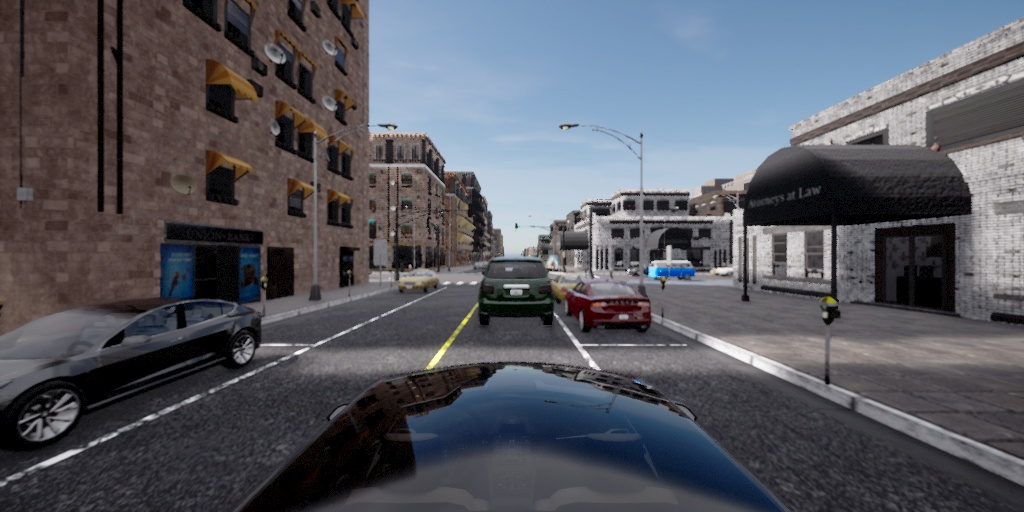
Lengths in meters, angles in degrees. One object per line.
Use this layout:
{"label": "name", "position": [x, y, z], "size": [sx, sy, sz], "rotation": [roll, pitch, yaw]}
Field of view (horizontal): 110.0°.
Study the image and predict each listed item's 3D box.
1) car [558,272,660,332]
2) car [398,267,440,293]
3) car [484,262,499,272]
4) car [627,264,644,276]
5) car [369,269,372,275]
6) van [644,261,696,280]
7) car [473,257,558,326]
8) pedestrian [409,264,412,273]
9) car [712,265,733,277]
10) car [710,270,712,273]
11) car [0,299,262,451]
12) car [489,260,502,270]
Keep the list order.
{"label": "car", "position": [2.706, 1.352, 10.885], "size": [1.888, 1.381, 4.507], "rotation": [0, 0, 0]}
{"label": "car", "position": [-5.653, 1.405, 22.129], "size": [1.751, 1.417, 4.829], "rotation": [0, 0, 0]}
{"label": "car", "position": [-2.998, 1.656, 53.345], "size": [1.994, 1.385, 4.181], "rotation": [0, 0, 0]}
{"label": "car", "position": [14.995, 1.507, 38.831], "size": [4.902, 1.511, 2.128], "rotation": [0, 0, -1]}
{"label": "car", "position": [-16.418, 1.552, 35.443], "size": [4.718, 1.301, 1.895], "rotation": [0, 0, 0]}
{"label": "van", "position": [14.714, 1.359, 33.026], "size": [3.998, 1.789, 1.690], "rotation": [0, 0, 0]}
{"label": "car", "position": [0.118, 1.038, 12.074], "size": [2.150, 2.045, 5.566], "rotation": [0, 0, 0]}
{"label": "pedestrian", "position": [-12.551, 1.474, 44.200], "size": [0.500, 1.100, 0.500], "rotation": [0, 0, 0]}
{"label": "car", "position": [24.837, 1.643, 38.874], "size": [4.718, 1.301, 1.895], "rotation": [0, 0, 0]}
{"label": "car", "position": [25.559, 1.568, 41.466], "size": [4.829, 1.417, 1.751], "rotation": [0, 0, 0]}
{"label": "car", "position": [-5.685, 1.337, 5.210], "size": [1.948, 1.339, 4.313], "rotation": [0, 0, 0]}
{"label": "car", "position": [-2.947, 1.522, 63.517], "size": [2.097, 1.767, 4.553], "rotation": [0, -1, 0]}
